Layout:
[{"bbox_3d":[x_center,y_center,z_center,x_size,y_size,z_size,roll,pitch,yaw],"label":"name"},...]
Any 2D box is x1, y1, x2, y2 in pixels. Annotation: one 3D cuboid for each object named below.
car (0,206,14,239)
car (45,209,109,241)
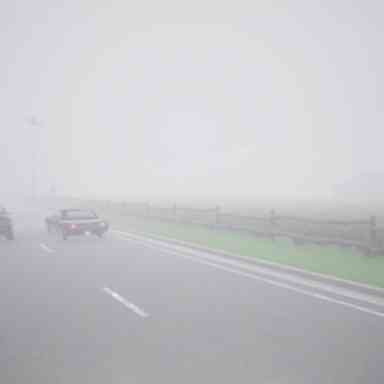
[{"bbox_3d":[-9.607,1.373,15.578,1.837,1.490,4.892,0,1,-35],"label":"car"},{"bbox_3d":[-5.761,1.467,16.185,1.895,1.301,4.718,0,1,-35],"label":"car"}]
